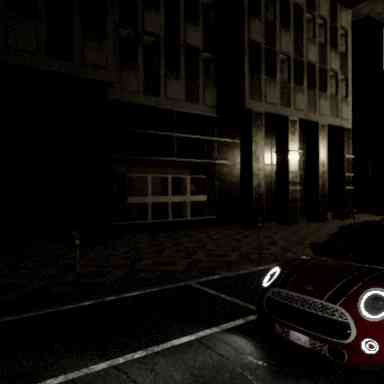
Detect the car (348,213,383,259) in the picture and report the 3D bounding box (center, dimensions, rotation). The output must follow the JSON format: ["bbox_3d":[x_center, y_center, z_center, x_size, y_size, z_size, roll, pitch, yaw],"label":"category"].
[{"bbox_3d":[7.710,1.485,12.167,4.206,1.307,1.802,-1,0,-36],"label":"car"}]

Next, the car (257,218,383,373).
[{"bbox_3d":[3.234,1.309,5.651,4.553,1.767,2.097,-1,0,-35],"label":"car"}]
